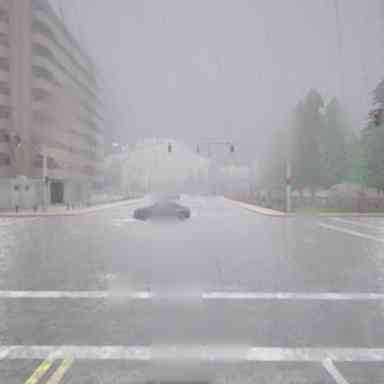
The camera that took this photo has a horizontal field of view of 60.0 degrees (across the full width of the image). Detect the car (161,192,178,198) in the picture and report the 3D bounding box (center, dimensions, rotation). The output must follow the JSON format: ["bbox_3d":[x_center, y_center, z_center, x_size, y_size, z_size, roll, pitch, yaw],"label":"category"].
[{"bbox_3d":[-3.567,1.172,47.452,2.128,1.511,4.902,0,0,0],"label":"car"}]

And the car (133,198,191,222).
[{"bbox_3d":[-2.142,1.374,24.125,4.181,1.385,1.994,0,0,0],"label":"car"}]

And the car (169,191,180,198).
[{"bbox_3d":[-3.505,0.793,63.787,2.150,2.045,5.566,0,0,1],"label":"car"}]
